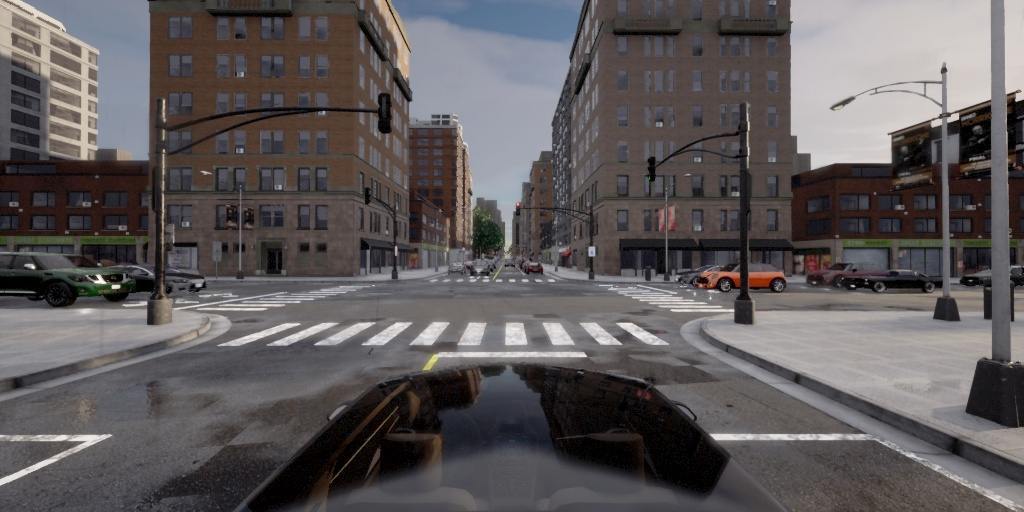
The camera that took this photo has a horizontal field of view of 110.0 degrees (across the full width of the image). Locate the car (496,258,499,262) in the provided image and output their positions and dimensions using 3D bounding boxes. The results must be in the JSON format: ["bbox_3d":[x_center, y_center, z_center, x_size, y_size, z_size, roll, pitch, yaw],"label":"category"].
[{"bbox_3d":[-3.485,1.322,57.784,1.837,1.490,4.892,0,0,0],"label":"car"}]

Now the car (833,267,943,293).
[{"bbox_3d":[22.378,1.469,21.238,4.718,1.301,1.895,0,0,-1],"label":"car"}]

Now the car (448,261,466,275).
[{"bbox_3d":[-6.062,1.329,39.854,2.007,1.370,4.403,0,0,-1],"label":"car"}]

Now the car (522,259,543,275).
[{"bbox_3d":[2.463,1.324,39.947,1.888,1.381,4.507,0,0,-1],"label":"car"}]

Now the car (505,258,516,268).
[{"bbox_3d":[-0.391,1.439,65.168,1.895,1.301,4.718,0,0,0],"label":"car"}]

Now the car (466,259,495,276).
[{"bbox_3d":[-3.266,1.268,37.599,2.128,1.511,4.902,0,0,0],"label":"car"}]

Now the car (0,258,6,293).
[{"bbox_3d":[-28.348,0.978,17.397,4.553,1.767,2.097,0,0,-1],"label":"car"}]

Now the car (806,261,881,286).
[{"bbox_3d":[22.886,1.249,24.493,4.553,1.767,2.097,0,0,-1],"label":"car"}]

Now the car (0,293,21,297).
[{"bbox_3d":[-5.855,1.190,1.494,1.967,1.591,4.097,0,0,0],"label":"car"}]

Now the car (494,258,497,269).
[{"bbox_3d":[-3.374,1.340,47.403,2.033,1.411,5.357,0,0,-1],"label":"car"}]

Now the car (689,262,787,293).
[{"bbox_3d":[13.392,1.180,21.170,4.553,1.767,2.097,0,0,0],"label":"car"}]

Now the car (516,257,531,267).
[{"bbox_3d":[2.275,1.128,56.467,2.192,1.841,5.009,0,0,-1],"label":"car"}]

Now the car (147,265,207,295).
[{"bbox_3d":[-17.735,1.159,17.473,4.902,1.511,2.128,0,0,-1],"label":"car"}]

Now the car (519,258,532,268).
[{"bbox_3d":[2.335,1.325,51.131,1.751,1.417,4.829,0,0,-1],"label":"car"}]

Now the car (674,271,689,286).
[{"bbox_3d":[13.692,1.347,24.438,4.902,1.511,2.128,0,0,0],"label":"car"}]

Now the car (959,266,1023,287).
[{"bbox_3d":[33.839,1.450,24.569,4.892,1.490,1.837,0,0,0],"label":"car"}]

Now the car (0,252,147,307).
[{"bbox_3d":[-18.466,0.859,14.224,5.566,2.045,2.150,0,0,0],"label":"car"}]

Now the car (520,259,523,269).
[{"bbox_3d":[2.400,1.354,45.454,1.948,1.339,4.313,0,0,-1],"label":"car"}]
